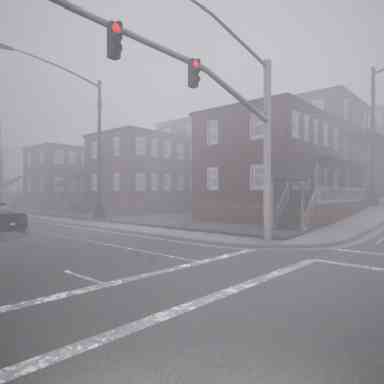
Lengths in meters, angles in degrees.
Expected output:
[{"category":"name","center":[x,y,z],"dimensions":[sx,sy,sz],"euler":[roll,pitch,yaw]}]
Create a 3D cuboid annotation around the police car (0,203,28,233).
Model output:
[{"category":"police car","center":[-10.982,1.425,18.568],"dimensions":[5.238,1.638,1.930],"euler":[0,0,42]}]
